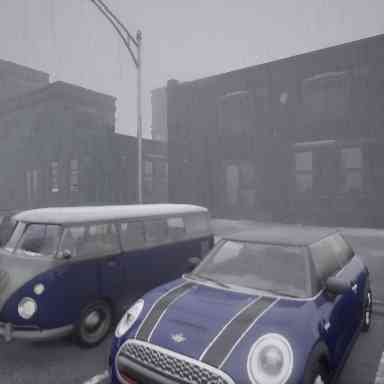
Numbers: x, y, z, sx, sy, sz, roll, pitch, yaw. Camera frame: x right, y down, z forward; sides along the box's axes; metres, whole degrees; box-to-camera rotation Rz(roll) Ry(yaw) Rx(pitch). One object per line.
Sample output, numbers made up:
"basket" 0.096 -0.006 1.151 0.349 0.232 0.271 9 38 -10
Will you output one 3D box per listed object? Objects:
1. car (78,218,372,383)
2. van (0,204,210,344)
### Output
"car" 1.067 1.350 4.633 2.185 1.767 4.553 0 0 35
"van" -1.386 1.246 6.201 1.878 1.987 4.442 0 0 35
